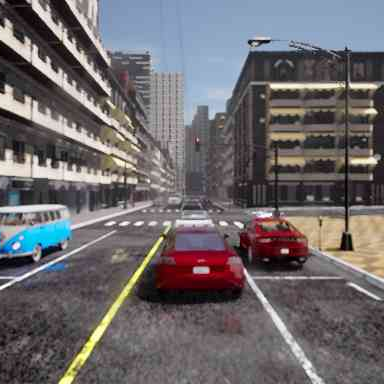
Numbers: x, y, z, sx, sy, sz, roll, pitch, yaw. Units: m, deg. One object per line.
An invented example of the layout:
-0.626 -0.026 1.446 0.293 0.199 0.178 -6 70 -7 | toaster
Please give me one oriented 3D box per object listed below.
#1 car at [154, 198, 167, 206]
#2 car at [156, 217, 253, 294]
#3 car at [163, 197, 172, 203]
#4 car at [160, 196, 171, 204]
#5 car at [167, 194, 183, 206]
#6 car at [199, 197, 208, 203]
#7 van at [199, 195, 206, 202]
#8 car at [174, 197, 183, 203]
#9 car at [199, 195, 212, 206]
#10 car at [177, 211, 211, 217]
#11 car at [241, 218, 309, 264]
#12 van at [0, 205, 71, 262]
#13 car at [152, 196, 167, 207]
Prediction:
-5.712 1.756 60.817 1.947 1.339 4.313 -1 0 0 | car
0.117 1.588 8.864 1.994 1.385 4.181 0 0 -2 | car
-5.716 1.833 77.401 1.802 1.307 4.206 -1 0 0 | car
-5.716 1.670 71.874 1.967 1.590 4.097 -1 0 0 | car
-3.061 1.407 59.740 2.150 2.045 5.566 0 0 1 | car
2.665 1.801 77.398 2.008 1.369 4.403 -1 0 0 | car
2.660 1.635 88.454 1.690 1.788 3.998 -1 0 0 | van
-3.019 1.795 75.545 1.994 1.385 4.181 0 0 0 | car
2.667 1.629 60.815 1.967 1.590 4.097 -1 0 0 | car
0.107 1.651 18.102 1.895 1.301 4.718 0 0 1 | car
2.680 1.577 11.815 1.887 1.381 4.507 0 0 0 | car
-5.702 1.374 11.815 1.690 1.788 3.998 0 0 0 | van
-5.710 1.720 55.290 2.008 1.369 4.403 -1 0 0 | car
